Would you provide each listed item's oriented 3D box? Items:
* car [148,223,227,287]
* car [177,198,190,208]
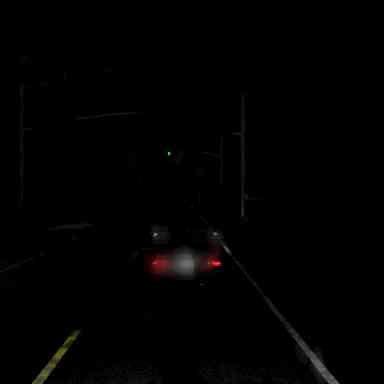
[{"bbox_3d":[-0.161,1.586,9.497,2.033,1.411,5.357,0,0,-1],"label":"car"},{"bbox_3d":[-1.386,1.740,53.328,1.812,1.442,4.674,0,0,-2],"label":"car"}]
